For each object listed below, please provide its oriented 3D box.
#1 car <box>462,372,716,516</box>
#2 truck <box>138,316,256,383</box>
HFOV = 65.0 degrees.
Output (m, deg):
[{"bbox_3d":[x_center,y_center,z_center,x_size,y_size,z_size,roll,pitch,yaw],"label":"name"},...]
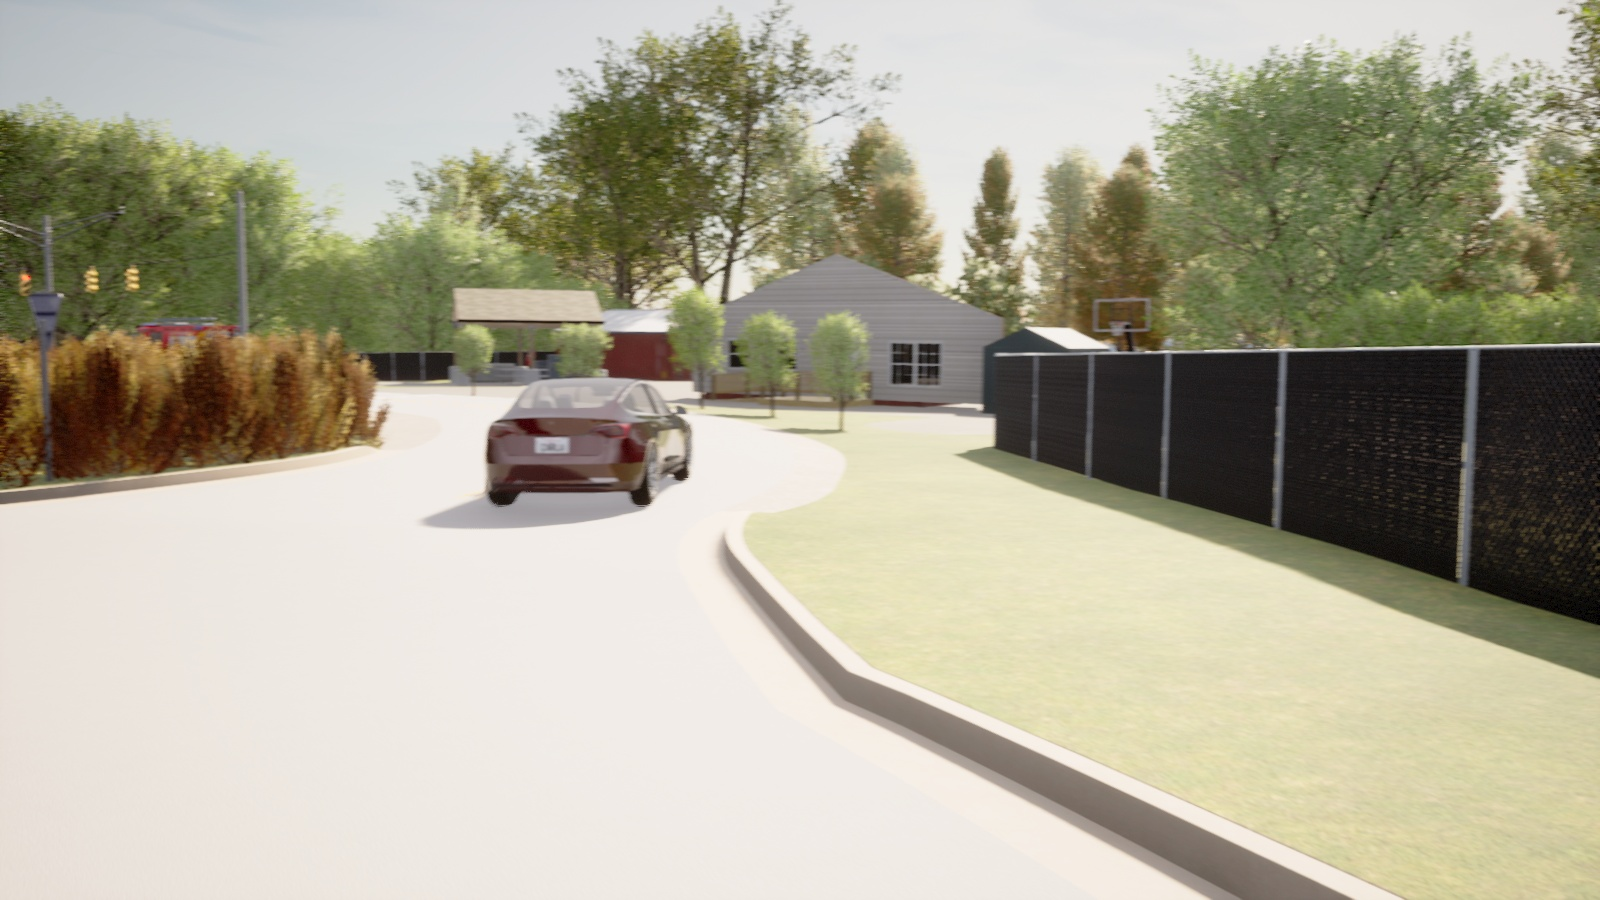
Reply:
[{"bbox_3d":[-2.467,-0.210,16.119,2.163,1.488,4.792,0,5,4],"label":"car"},{"bbox_3d":[-36.377,-6.094,75.588,8.468,3.827,2.891,4,7,39],"label":"truck"}]
